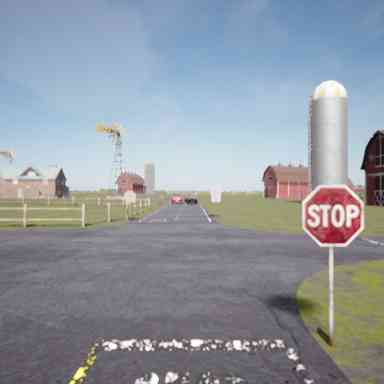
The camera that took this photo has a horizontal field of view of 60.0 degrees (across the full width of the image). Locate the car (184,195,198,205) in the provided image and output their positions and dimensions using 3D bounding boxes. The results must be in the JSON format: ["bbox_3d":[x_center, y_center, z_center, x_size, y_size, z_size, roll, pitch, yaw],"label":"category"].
[{"bbox_3d":[0.038,1.509,61.437,1.882,1.535,5.008,0,0,-2],"label":"car"}]

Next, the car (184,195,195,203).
[{"bbox_3d":[-0.610,1.484,71.547,1.882,1.535,5.008,0,0,-6],"label":"car"}]

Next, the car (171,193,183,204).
[{"bbox_3d":[-2.892,1.249,65.509,2.150,2.045,5.566,0,0,-2],"label":"car"}]
